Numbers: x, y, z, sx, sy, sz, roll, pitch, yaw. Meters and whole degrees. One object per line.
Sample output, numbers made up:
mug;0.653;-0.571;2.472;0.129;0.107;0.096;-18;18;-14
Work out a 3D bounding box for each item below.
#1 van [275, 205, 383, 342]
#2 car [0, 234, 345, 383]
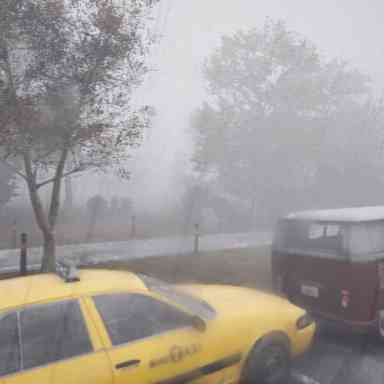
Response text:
van;3.615;1.270;6.467;4.442;1.987;1.878;-1;-2;-35
car;-0.967;1.471;3.391;5.366;1.575;1.946;0;-2;-33
